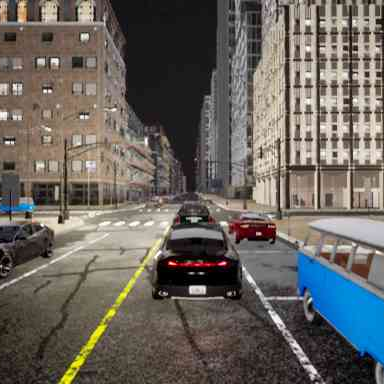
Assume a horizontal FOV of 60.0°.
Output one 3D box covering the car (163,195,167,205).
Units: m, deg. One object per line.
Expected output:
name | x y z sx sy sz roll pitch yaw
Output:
car | -5.662 1.462 53.763 1.967 1.590 4.097 1 0 0

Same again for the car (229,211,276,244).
car | 2.703 1.556 15.663 1.887 1.381 4.507 1 0 0

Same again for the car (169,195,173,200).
car | -5.659 1.566 70.716 2.008 1.369 4.403 1 0 0

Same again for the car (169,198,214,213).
car | 0.075 1.364 17.484 2.097 1.767 4.553 0 0 -1

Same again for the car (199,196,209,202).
car | 2.723 1.564 76.363 2.008 1.369 4.403 1 0 0

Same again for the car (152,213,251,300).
car | 0.103 1.511 8.391 1.837 1.490 4.892 0 0 0

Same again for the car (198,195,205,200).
car | 2.728 1.586 93.319 1.802 1.307 4.206 1 0 0

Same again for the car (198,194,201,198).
car | 2.720 1.562 65.061 1.887 1.381 4.507 1 0 0

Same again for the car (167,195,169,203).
car | -5.663 1.601 59.413 1.802 1.307 4.206 1 0 0

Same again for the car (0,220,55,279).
car | -5.680 1.574 10.095 1.947 1.339 4.313 1 0 0

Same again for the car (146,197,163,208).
car | -5.667 1.605 48.110 1.802 1.307 4.206 1 0 0

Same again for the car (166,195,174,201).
car | -5.653 1.533 87.502 1.752 1.417 4.829 1 0 0

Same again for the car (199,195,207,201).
car | 2.727 1.451 82.016 1.967 1.590 4.097 1 0 0

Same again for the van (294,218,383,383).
van | 2.702 1.345 4.510 1.690 1.788 3.998 1 0 0

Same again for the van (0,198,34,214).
van | -19.726 1.550 36.985 3.998 1.788 1.690 0 0 1

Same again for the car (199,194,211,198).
car | 2.718 1.570 59.410 2.008 1.369 4.403 1 0 0
